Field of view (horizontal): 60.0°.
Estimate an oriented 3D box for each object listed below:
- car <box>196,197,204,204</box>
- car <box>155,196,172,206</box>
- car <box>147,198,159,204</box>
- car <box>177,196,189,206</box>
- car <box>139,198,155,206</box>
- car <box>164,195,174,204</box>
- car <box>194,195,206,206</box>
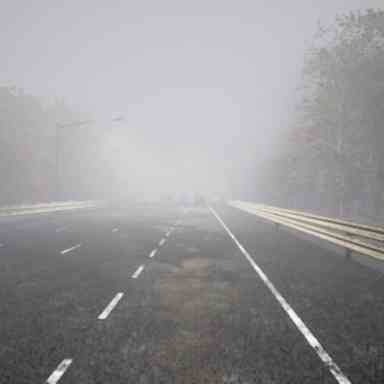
[{"bbox_3d":[1.755,1.894,75.043,1.812,1.442,4.674,0,0,1],"label":"car"},{"bbox_3d":[-5.489,1.967,64.876,1.994,1.385,4.181,0,0,1],"label":"car"},{"bbox_3d":[-8.745,1.972,75.165,1.895,1.301,4.718,0,0,1],"label":"car"},{"bbox_3d":[-1.990,1.929,64.793,1.812,1.442,4.674,0,0,1],"label":"car"},{"bbox_3d":[-8.998,1.915,64.542,2.128,1.511,4.902,0,0,1],"label":"car"},{"bbox_3d":[-5.245,1.601,75.172,2.150,2.045,5.566,0,0,1],"label":"car"},{"bbox_3d":[1.500,1.621,64.325,2.150,2.045,5.566,0,0,1],"label":"car"}]
